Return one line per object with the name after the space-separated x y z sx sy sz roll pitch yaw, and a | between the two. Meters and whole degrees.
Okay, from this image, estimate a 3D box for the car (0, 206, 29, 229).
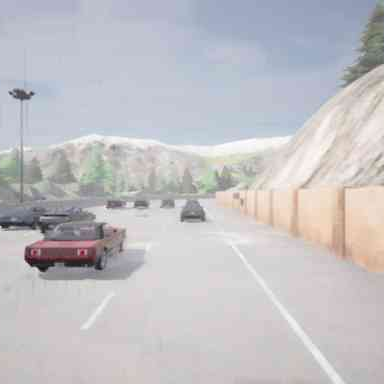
-10.432 1.566 21.520 1.994 1.385 4.181 0 0 0 | car

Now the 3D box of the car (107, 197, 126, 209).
-10.453 1.487 46.309 1.882 1.535 5.008 0 0 0 | car

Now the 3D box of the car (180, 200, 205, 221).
0.066 1.572 27.129 1.994 1.385 4.181 0 0 0 | car

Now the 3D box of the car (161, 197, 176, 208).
-3.455 1.517 48.804 1.837 1.490 4.892 0 0 0 | car

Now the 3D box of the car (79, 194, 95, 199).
-21.064 1.052 66.713 2.097 1.767 4.553 0 0 2 | car

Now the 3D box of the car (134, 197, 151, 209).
-6.954 1.514 46.671 1.837 1.490 4.892 0 0 0 | car

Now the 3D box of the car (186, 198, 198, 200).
0.041 1.578 50.799 1.994 1.385 4.181 0 0 0 | car

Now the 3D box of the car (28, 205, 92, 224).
-6.931 1.493 18.910 2.128 1.511 4.902 0 0 0 | car

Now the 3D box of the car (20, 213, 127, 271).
-3.431 1.603 10.866 1.895 1.301 4.718 0 0 0 | car
